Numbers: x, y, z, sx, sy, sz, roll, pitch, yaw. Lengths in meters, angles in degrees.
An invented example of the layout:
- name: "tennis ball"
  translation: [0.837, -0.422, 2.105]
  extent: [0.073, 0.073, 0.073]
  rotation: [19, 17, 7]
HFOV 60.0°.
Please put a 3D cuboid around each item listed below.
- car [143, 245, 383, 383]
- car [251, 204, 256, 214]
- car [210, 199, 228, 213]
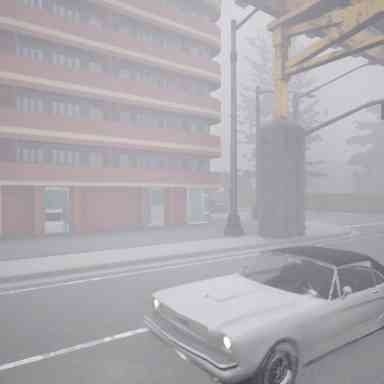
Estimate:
- name: "car"
  translation: [1.679, 1.601, 5.186]
  extent: [4.718, 1.301, 1.895]
  rotation: [0, 0, -35]
- name: "car"
  translation: [7.367, 1.478, 29.209]
  extent: [1.882, 1.535, 5.008]
  rotation: [0, 0, -35]
- name: "car"
  translation: [1.972, 1.526, 36.878]
  extent: [1.812, 1.442, 4.674]
  rotation: [0, 0, -35]
